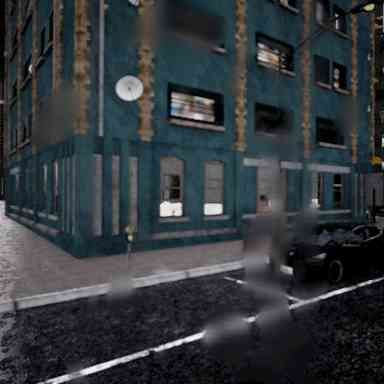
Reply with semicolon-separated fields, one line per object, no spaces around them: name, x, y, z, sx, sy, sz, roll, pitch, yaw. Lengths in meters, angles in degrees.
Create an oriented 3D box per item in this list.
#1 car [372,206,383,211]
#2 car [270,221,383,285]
car;18.311;1.287;35.691;1.947;1.339;4.313;1;0;-36
car;4.127;1.549;9.491;4.313;1.339;1.947;0;1;-35
